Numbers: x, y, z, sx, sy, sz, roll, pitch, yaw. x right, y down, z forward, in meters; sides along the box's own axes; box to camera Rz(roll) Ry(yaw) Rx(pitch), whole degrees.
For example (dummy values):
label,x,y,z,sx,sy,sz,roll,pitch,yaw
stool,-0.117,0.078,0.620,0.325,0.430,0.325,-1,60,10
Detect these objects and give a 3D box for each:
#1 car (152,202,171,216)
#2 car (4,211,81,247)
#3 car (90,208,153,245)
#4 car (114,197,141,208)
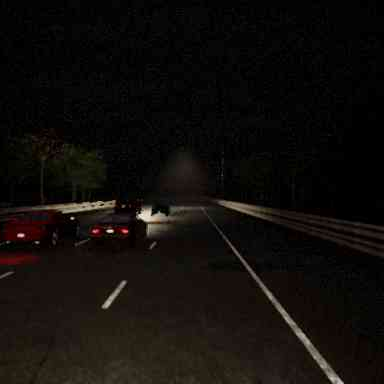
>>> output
label,x,y,z,sx,sy,sz,roll,pitch,yaw
car,-3.412,1.874,37.078,1.837,1.490,4.892,0,-1,0
car,-6.906,1.635,15.920,1.882,1.535,5.008,0,-1,0
car,-3.406,1.709,16.354,2.033,1.411,5.357,0,-1,0
car,-6.914,1.582,36.171,2.150,2.045,5.566,0,-1,0
